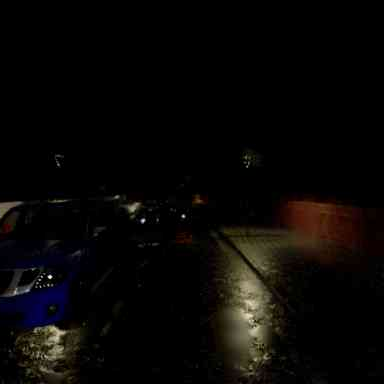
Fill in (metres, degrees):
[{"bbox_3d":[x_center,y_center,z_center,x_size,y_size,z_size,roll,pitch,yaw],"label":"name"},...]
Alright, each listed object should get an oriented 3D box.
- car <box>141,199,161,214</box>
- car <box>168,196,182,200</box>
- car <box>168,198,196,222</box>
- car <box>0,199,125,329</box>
[{"bbox_3d":[-4.268,1.508,34.890,1.812,1.442,4.674,0,0,-4],"label":"car"},{"bbox_3d":[-2.089,1.326,43.753,2.097,1.767,4.553,0,0,-5],"label":"car"},{"bbox_3d":[-0.753,1.492,26.466,1.837,1.490,4.892,0,1,-3],"label":"car"},{"bbox_3d":[-2.931,1.222,7.260,2.150,2.045,5.566,0,0,-1],"label":"car"}]
